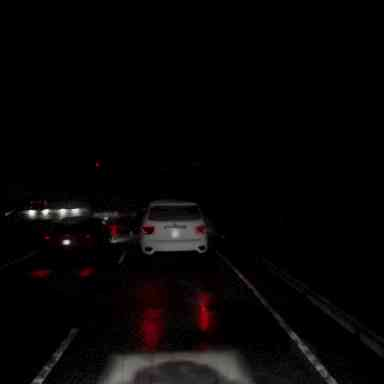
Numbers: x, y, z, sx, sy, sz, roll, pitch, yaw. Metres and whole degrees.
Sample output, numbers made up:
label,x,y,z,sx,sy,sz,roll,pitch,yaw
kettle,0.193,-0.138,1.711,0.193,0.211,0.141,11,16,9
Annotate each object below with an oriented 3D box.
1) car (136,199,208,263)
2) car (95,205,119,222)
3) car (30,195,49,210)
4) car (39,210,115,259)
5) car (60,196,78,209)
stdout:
label,x,y,z,sx,sy,sz,roll,pitch,yaw
car,-0.786,1.274,12.437,2.150,2.045,5.566,0,0,-7
car,-7.100,1.742,27.667,1.895,1.301,4.718,-1,0,-14
car,-19.441,1.256,42.453,2.097,1.767,4.553,-1,3,-22
car,-4.386,1.641,12.995,1.994,1.385,4.181,0,0,-7
car,-16.211,1.337,43.813,1.837,1.490,4.892,-1,2,-22
